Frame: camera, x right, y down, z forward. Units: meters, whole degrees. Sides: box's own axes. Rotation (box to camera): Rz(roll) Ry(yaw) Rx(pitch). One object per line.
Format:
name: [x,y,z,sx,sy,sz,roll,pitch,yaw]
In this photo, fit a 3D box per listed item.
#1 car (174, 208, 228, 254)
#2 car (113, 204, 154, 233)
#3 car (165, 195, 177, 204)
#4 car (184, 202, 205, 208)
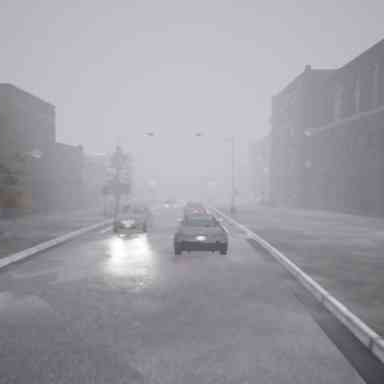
car: [0.321,1.560,13.453,1.994,1.385,4.181,0,0,0]
car: [-3.356,1.478,19.650,2.128,1.511,4.902,0,0,-1]
car: [-3.753,1.305,60.076,2.097,1.767,4.553,0,0,0]
car: [0.227,1.553,29.072,1.994,1.385,4.181,0,0,-1]
